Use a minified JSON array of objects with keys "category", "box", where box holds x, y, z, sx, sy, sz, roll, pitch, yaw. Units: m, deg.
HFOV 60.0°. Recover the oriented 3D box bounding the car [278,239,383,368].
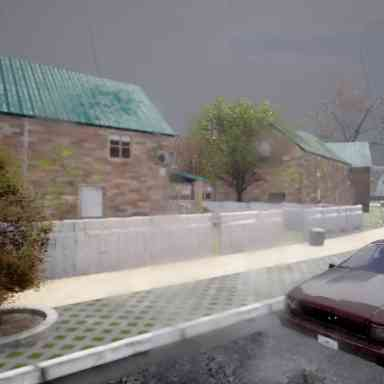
[{"category":"car","box":[3.921,1.566,5.862,5.357,1.411,2.033,0,0,-36]}]
